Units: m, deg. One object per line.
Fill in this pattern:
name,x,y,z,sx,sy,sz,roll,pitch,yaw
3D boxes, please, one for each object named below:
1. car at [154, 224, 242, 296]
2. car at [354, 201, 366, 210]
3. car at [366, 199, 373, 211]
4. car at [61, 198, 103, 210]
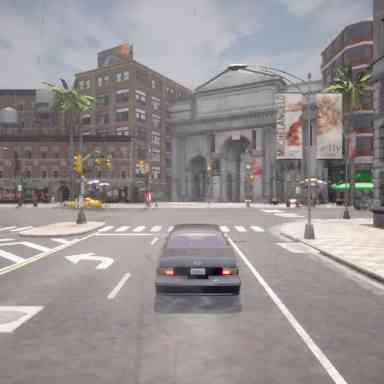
car,0.114,1.547,8.800,2.033,1.411,5.357,0,0,0
car,22.293,1.564,41.017,4.181,1.385,1.994,0,0,0
car,22.719,1.526,37.518,4.674,1.442,1.812,0,0,1
car,-13.645,1.477,41.405,5.008,1.535,1.882,0,0,1
